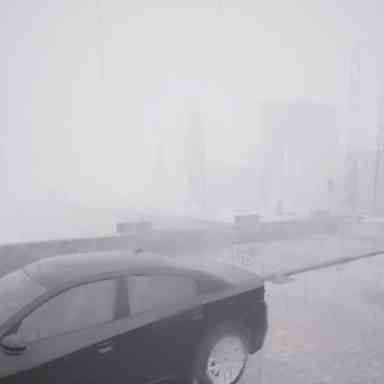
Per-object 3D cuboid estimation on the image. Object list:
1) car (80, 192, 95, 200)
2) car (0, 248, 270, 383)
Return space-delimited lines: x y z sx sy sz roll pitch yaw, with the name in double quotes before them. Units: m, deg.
"car" -27.704 1.403 89.225 1.895 1.301 4.718 0 0 -35
"car" -1.325 1.472 3.648 5.008 1.535 1.882 0 0 -35
